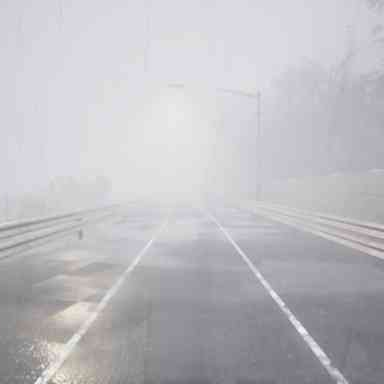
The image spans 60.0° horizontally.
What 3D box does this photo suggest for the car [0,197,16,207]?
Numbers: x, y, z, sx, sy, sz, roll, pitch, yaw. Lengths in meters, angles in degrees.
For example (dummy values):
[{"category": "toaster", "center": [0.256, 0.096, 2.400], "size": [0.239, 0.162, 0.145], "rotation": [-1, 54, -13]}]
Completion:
[{"category": "car", "center": [-32.356, 1.706, 58.715], "size": [2.097, 1.767, 4.553], "rotation": [1, 4, 15]}]
